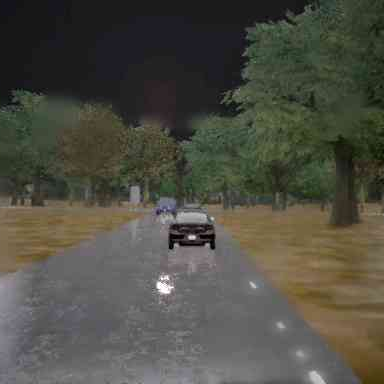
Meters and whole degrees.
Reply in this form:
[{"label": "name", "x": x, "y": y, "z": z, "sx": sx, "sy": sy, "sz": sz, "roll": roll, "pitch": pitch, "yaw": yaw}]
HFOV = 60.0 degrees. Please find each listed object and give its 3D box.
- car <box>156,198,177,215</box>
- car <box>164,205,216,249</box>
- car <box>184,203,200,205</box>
[{"label": "car", "x": -3.000, "y": 1.694, "z": 39.632, "sx": 2.150, "sy": 2.045, "sz": 5.566, "roll": 0, "pitch": -1, "yaw": 0}, {"label": "car", "x": 0.000, "y": 1.532, "z": 14.687, "sx": 1.882, "sy": 1.535, "sz": 5.008, "roll": 0, "pitch": 0, "yaw": 0}, {"label": "car", "x": 0.000, "y": 1.699, "z": 29.692, "sx": 2.128, "sy": 1.511, "sz": 4.902, "roll": 0, "pitch": -1, "yaw": 0}]
